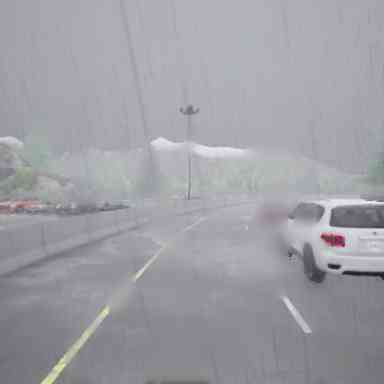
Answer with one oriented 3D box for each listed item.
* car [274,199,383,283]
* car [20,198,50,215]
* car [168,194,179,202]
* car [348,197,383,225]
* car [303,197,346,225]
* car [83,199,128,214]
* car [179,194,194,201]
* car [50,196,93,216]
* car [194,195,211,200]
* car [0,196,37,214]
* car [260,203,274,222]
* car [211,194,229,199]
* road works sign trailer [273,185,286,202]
[{"bbox_3d":[4.057,1.208,9.702,2.150,2.045,5.566,0,0,4],"label":"car"},{"bbox_3d":[-13.994,1.467,32.396,1.895,1.301,4.718,0,0,12],"label":"car"},{"bbox_3d":[-3.476,1.265,72.564,1.882,1.535,5.008,0,0,26],"label":"car"},{"bbox_3d":[13.130,1.328,24.312,2.097,1.767,4.553,0,0,11],"label":"car"},{"bbox_3d":[9.597,1.316,24.463,2.097,1.767,4.553,0,0,11],"label":"car"},{"bbox_3d":[-7.424,1.496,29.705,1.895,1.301,4.718,0,0,12],"label":"car"},{"bbox_3d":[-0.238,1.281,71.220,1.882,1.535,5.008,0,0,26],"label":"car"},{"bbox_3d":[-10.678,1.233,31.038,2.097,1.767,4.553,0,0,12],"label":"car"},{"bbox_3d":[2.821,1.364,69.499,1.994,1.385,4.181,0,0,26],"label":"car"},{"bbox_3d":[-17.267,1.204,33.648,2.097,1.767,4.553,0,0,13],"label":"car"},{"bbox_3d":[6.257,1.514,25.615,1.994,1.385,4.181,0,0,11],"label":"car"},{"bbox_3d":[6.268,1.182,68.567,2.097,1.767,4.553,0,0,26],"label":"car"},{"bbox_3d":[18.256,0.336,68.908,2.380,3.560,2.880,0,0,31],"label":"road works sign trailer"}]
